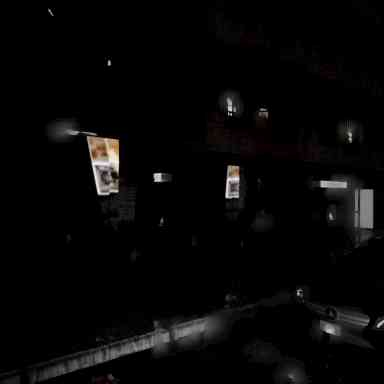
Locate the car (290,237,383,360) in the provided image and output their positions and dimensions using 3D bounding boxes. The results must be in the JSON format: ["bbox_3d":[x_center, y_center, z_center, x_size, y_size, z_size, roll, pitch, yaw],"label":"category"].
[{"bbox_3d":[3.705,1.531,5.733,4.674,1.442,1.812,0,0,-36],"label":"car"}]
